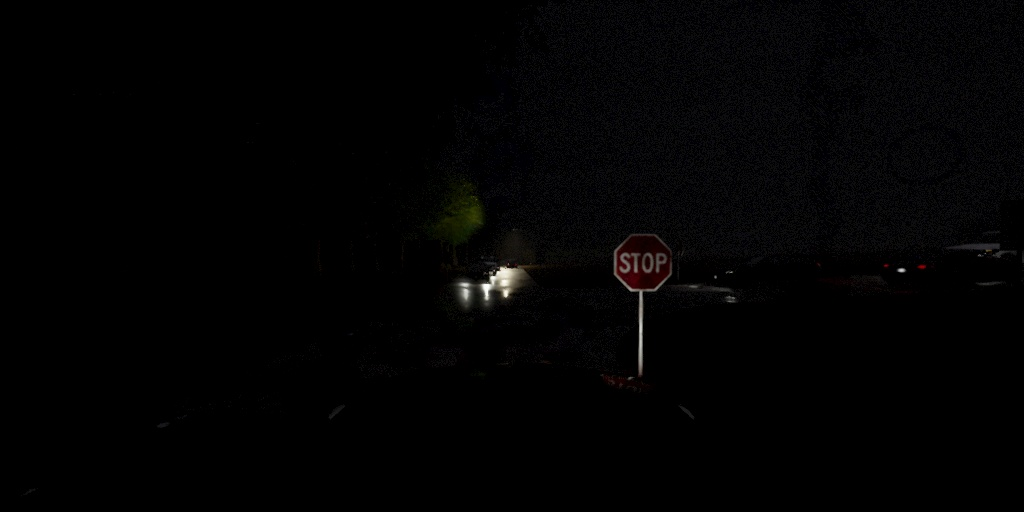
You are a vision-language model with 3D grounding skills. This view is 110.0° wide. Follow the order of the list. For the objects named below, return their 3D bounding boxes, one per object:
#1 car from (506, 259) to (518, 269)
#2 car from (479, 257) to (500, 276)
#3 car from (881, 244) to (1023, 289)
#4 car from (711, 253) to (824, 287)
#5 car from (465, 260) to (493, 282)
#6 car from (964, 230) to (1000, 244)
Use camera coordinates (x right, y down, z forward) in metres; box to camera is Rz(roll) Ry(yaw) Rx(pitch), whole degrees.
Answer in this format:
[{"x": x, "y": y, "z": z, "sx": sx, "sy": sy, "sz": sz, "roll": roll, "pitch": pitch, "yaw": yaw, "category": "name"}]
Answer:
[{"x": 0.007, "y": 1.497, "z": 61.170, "sx": 2.033, "sy": 1.411, "sz": 5.357, "roll": 0, "pitch": 0, "yaw": 0, "category": "car"}, {"x": -2.819, "y": 1.091, "z": 40.420, "sx": 2.150, "sy": 2.045, "sz": 5.566, "roll": 0, "pitch": 0, "yaw": -1, "category": "car"}, {"x": 17.344, "y": 0.438, "z": 14.128, "sx": 4.181, "sy": 1.385, "sz": 1.994, "roll": -3, "pitch": 1, "yaw": 0, "category": "car"}, {"x": 12.149, "y": 0.628, "z": 17.211, "sx": 4.674, "sy": 1.442, "sz": 1.812, "roll": -3, "pitch": 1, "yaw": 2, "category": "car"}, {"x": -2.795, "y": 1.308, "z": 29.791, "sx": 1.882, "sy": 1.535, "sz": 5.008, "roll": 0, "pitch": 0, "yaw": -1, "category": "car"}, {"x": 23.835, "y": -0.253, "z": 17.035, "sx": 5.566, "sy": 2.045, "sz": 2.150, "roll": -3, "pitch": 1, "yaw": 0, "category": "car"}]
